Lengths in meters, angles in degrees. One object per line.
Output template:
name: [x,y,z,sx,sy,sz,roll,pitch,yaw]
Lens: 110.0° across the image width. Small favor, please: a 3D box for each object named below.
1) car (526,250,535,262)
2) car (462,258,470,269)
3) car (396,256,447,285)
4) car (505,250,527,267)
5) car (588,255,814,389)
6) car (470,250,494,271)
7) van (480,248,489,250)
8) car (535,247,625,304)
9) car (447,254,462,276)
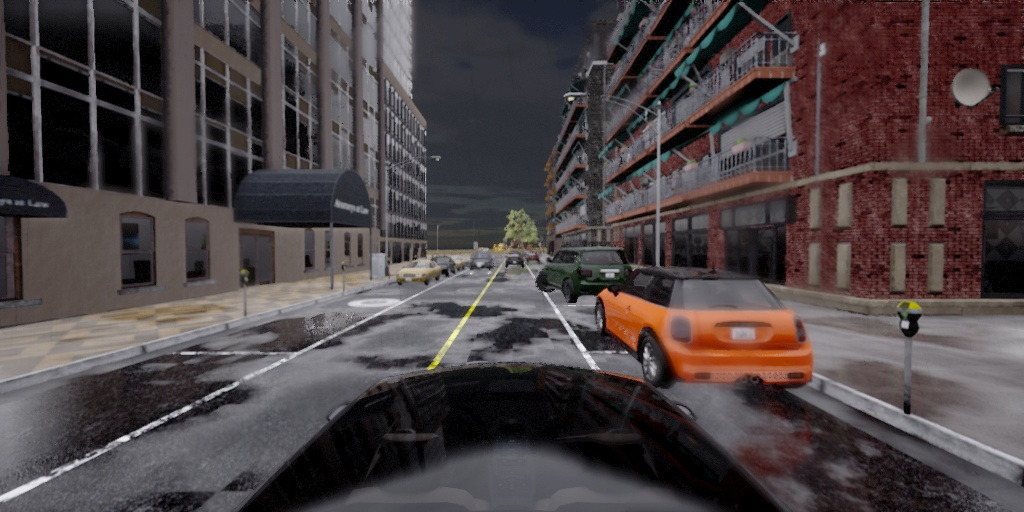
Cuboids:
car: [2.838,0.155,48.263,1.802,1.307,4.207,0,0,0]
car: [-5.141,0.518,31.579,1.751,1.417,4.829,0,0,0]
car: [-5.207,0.798,20.517,1.751,1.417,4.829,0,0,0]
car: [0.298,0.368,37.637,1.812,1.442,4.674,0,1,0]
car: [3.015,0.973,6.773,2.097,1.767,4.553,0,1,0]
car: [-2.667,0.473,32.142,2.128,1.511,4.902,0,1,0]
van: [-4.975,-0.506,64.935,1.690,1.789,3.998,0,0,0]
car: [2.747,0.651,14.396,2.150,2.045,5.566,0,2,-10]
car: [-5.173,0.699,26.218,1.948,1.339,4.313,0,0,0]
